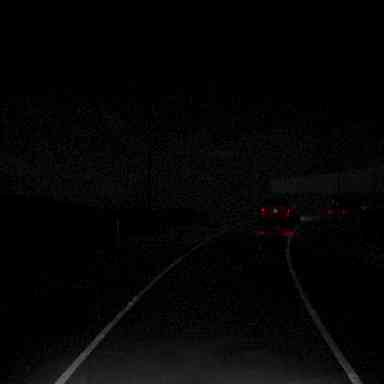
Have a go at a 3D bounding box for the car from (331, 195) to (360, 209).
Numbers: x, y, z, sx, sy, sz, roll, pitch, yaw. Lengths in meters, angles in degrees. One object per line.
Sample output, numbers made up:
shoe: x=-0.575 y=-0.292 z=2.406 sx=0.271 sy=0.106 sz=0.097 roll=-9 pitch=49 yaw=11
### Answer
car: x=17.473 y=1.113 z=37.806 sx=4.674 sy=1.442 sz=1.812 roll=-1 pitch=1 yaw=-44

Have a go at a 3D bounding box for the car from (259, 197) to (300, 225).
car: x=6.070 y=1.167 z=22.609 sx=2.097 sy=1.767 sz=4.553 roll=1 pitch=1 yaw=25
